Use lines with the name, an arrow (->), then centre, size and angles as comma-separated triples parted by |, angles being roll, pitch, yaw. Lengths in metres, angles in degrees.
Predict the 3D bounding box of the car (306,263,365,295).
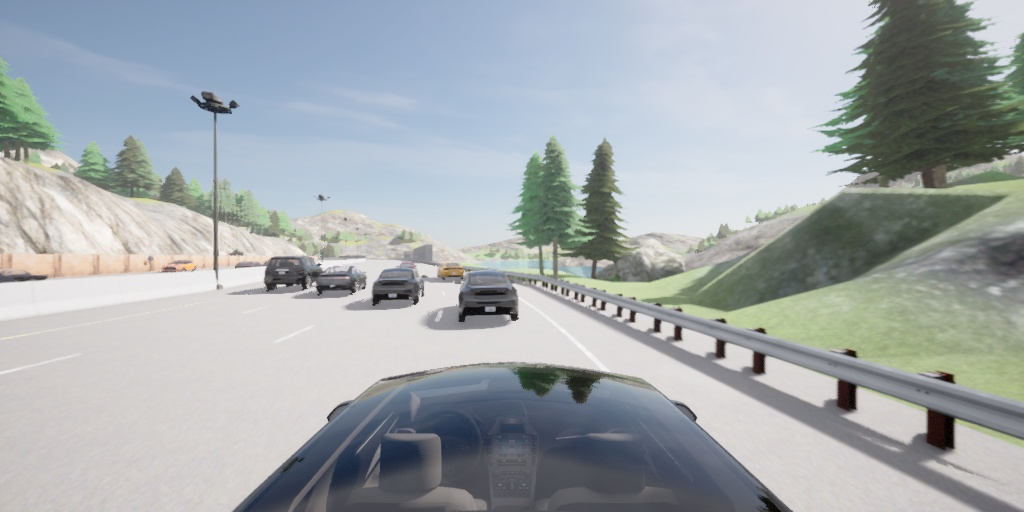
car -> -9.395, 1.288, 20.093 | 2.128, 1.511, 4.902 | 0, 0, -12

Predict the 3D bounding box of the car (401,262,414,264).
car -> -10.042, 1.327, 34.498 | 1.812, 1.442, 4.674 | 0, 0, -18

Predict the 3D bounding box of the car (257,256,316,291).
car -> -13.624, 1.038, 22.683 | 2.150, 2.045, 5.566 | 0, 0, -16

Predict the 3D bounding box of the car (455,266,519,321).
car -> -0.923, 1.260, 12.533 | 1.837, 1.490, 4.892 | 0, 0, -7

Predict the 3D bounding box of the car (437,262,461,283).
car -> -5.461, 1.257, 31.723 | 1.882, 1.535, 5.008 | 0, 0, -17

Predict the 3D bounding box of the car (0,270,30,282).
car -> -26.720, 1.370, 16.816 | 2.128, 1.511, 4.902 | 0, 0, -14

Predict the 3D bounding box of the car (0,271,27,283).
car -> -22.408, 1.458, 13.622 | 1.895, 1.301, 4.718 | 0, 0, -11

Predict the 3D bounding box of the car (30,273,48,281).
car -> -31.849, 1.504, 22.058 | 1.895, 1.301, 4.718 | 0, 0, -18

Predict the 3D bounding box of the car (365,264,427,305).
car -> -5.020, 1.280, 16.237 | 1.837, 1.490, 4.892 | 0, 0, -10
